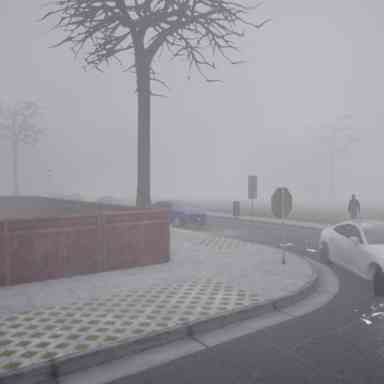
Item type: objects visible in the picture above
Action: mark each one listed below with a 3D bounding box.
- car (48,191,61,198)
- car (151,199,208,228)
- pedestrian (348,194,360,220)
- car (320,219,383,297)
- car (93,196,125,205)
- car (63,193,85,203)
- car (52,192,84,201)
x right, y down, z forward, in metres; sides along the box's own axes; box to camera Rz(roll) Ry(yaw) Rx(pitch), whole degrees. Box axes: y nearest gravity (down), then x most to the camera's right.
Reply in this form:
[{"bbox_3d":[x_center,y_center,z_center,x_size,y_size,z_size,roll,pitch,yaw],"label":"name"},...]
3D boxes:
[{"bbox_3d":[-22.950,0.597,56.104,1.837,1.490,4.892,0,1,-36],"label":"car"},{"bbox_3d":[-1.035,1.236,20.771,1.882,1.535,5.008,0,1,-36],"label":"car"},{"bbox_3d":[8.519,0.999,17.561,0.375,1.860,0.375,1,0,-36],"label":"pedestrian"},{"bbox_3d":[4.870,1.501,8.685,1.812,1.442,4.674,1,1,1],"label":"car"},{"bbox_3d":[-7.493,1.112,29.715,1.812,1.442,4.674,0,1,-36],"label":"car"},{"bbox_3d":[-17.065,0.818,47.953,1.994,1.385,4.181,0,1,-35],"label":"car"},{"bbox_3d":[-15.048,0.985,40.206,1.895,1.301,4.718,0,1,-35],"label":"car"}]
